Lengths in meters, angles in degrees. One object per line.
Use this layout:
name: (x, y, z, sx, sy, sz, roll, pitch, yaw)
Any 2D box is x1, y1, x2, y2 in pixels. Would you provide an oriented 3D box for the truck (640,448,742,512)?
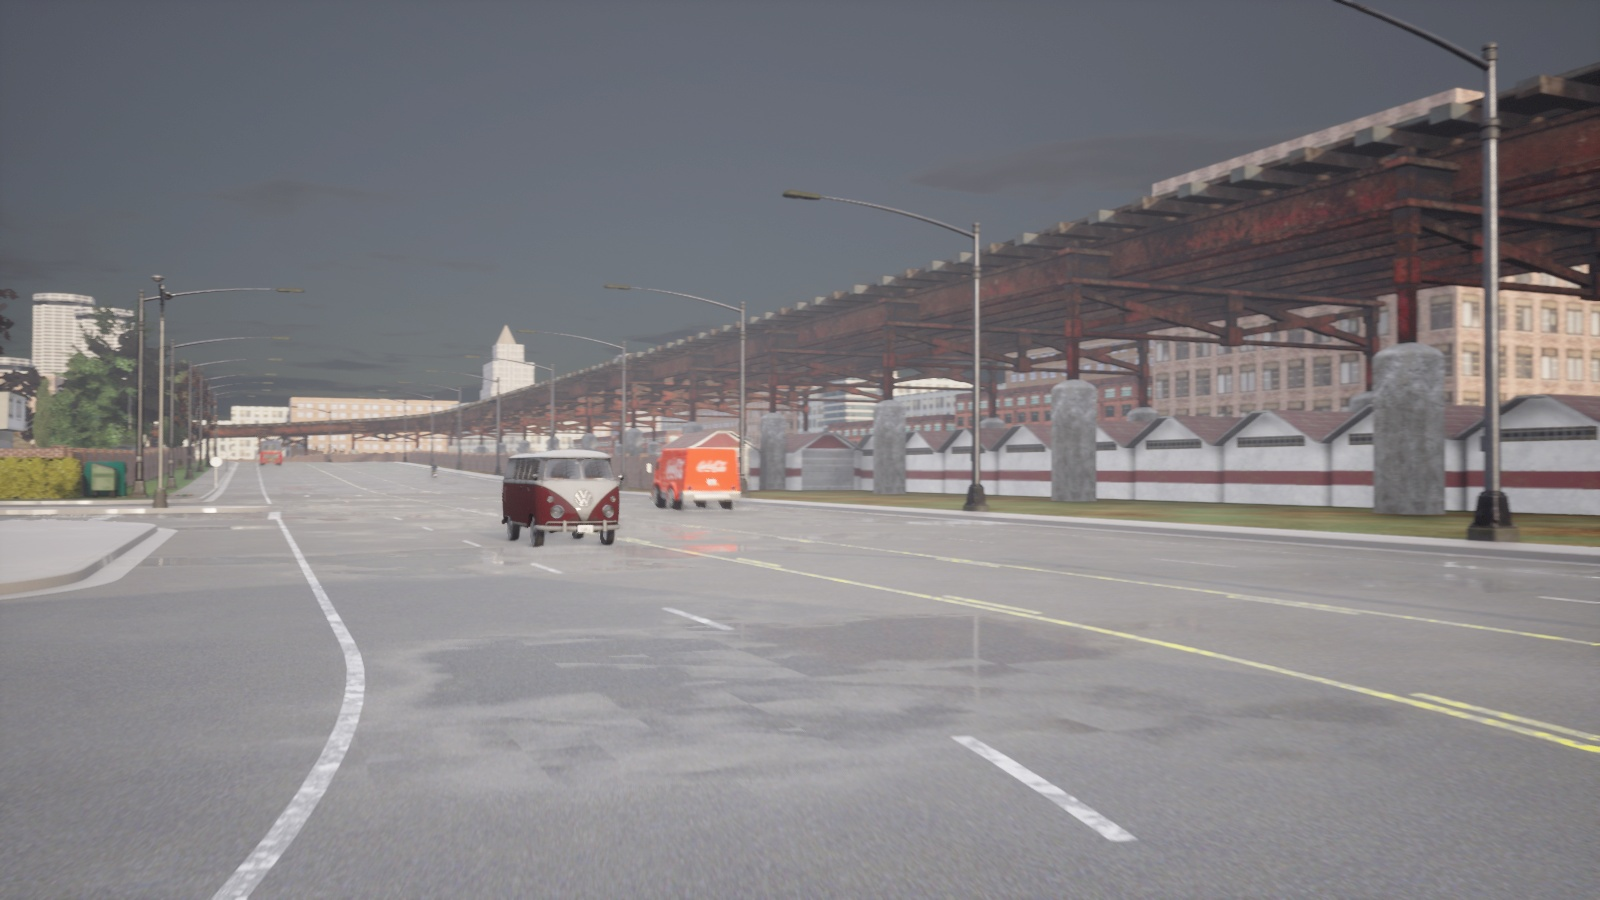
truck: (-4.569, 1.218, 51.672, 2.627, 2.467, 5.204, 0, -1, -24)

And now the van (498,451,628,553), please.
van: (-5.163, 1.045, 26.884, 1.775, 1.987, 4.442, 0, -1, -24)
